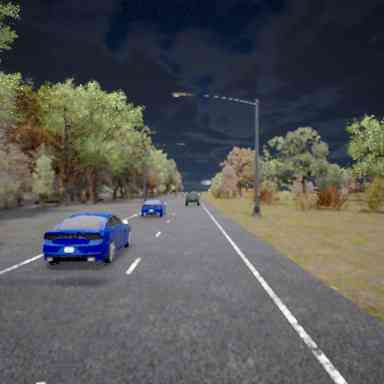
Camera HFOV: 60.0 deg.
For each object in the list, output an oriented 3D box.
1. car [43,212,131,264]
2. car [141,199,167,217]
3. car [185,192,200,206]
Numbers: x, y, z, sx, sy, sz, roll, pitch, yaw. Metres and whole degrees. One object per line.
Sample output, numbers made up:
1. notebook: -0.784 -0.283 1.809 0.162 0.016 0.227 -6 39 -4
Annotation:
1. car: -3.405 1.445 11.688 1.882 1.535 5.008 0 0 0
2. car: -3.412 1.397 30.309 1.882 1.535 5.008 0 0 0
3. car: 0.084 1.082 53.351 2.150 2.045 5.566 0 0 0
